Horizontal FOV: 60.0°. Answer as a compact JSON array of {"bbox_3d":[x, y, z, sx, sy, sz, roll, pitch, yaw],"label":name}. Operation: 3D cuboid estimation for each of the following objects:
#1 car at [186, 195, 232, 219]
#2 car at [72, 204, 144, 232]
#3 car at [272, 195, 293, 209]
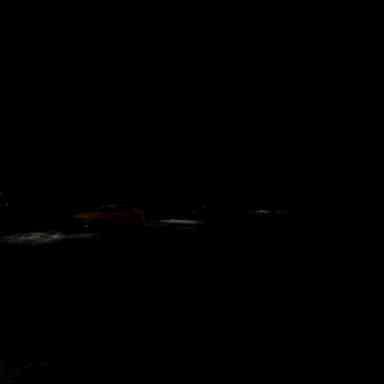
[{"bbox_3d":[1.714,1.320,30.964,2.150,2.045,5.566,0,0,35],"label":"car"},{"bbox_3d":[-5.229,1.540,21.224,1.882,1.535,5.008,0,0,35],"label":"car"},{"bbox_3d":[11.921,1.369,45.194,2.150,2.045,5.566,0,0,36],"label":"car"}]
